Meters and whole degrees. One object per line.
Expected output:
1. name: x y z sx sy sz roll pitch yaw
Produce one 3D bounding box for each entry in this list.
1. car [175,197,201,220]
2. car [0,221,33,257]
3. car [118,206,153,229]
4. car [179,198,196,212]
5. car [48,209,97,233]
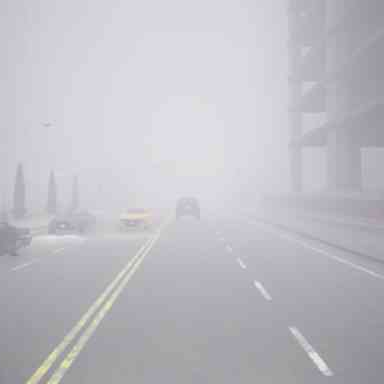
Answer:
1. car: -0.388 1.476 30.795 2.150 2.045 5.566 0 0 0
2. car: -7.242 1.659 10.931 2.033 1.411 5.357 0 0 0
3. car: -3.826 1.715 23.264 1.882 1.535 5.008 0 0 -1
4. car: -0.601 1.722 45.194 2.097 1.767 4.553 0 0 0
5. car: -7.384 1.757 20.890 1.994 1.385 4.181 0 0 -1
